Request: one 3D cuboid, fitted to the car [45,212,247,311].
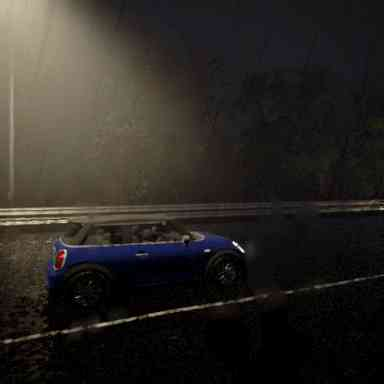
[{"bbox_3d":[-0.943,1.308,7.777,4.553,1.767,2.097,0,1,-26],"label":"car"}]
